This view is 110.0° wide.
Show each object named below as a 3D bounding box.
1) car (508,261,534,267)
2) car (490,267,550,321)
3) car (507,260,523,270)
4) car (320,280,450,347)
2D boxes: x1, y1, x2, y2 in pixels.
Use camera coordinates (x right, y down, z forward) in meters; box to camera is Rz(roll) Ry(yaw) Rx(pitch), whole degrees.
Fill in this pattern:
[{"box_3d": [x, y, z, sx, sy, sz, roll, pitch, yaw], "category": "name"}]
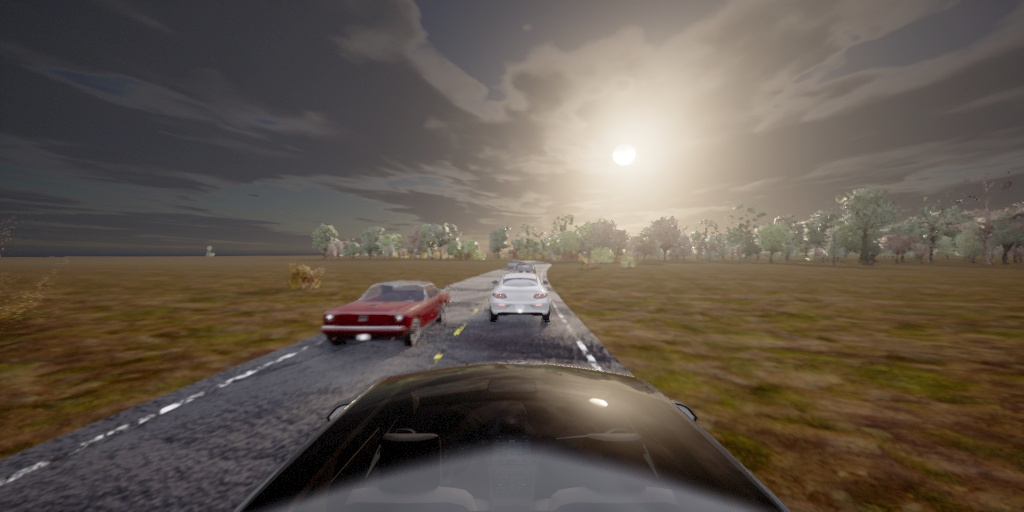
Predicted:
[{"box_3d": [1.122, 1.307, 30.200, 2.033, 1.411, 5.357, 0, 0, 4], "category": "car"}, {"box_3d": [0.282, 1.280, 12.332, 1.812, 1.442, 4.674, 0, 0, 1], "category": "car"}, {"box_3d": [0.488, 1.370, 55.696, 1.895, 1.301, 4.718, 0, 0, 7], "category": "car"}, {"box_3d": [-2.992, 1.350, 9.513, 1.895, 1.301, 4.718, 0, 0, 1], "category": "car"}]
